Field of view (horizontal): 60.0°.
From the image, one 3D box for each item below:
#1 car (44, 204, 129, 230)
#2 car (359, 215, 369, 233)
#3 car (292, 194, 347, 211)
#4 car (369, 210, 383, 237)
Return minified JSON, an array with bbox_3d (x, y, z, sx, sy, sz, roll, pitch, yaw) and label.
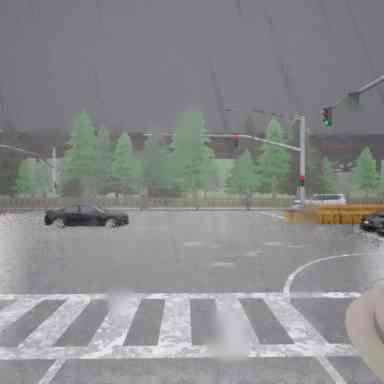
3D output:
[{"bbox_3d":[-6.457,1.477,20.588,5.008,1.535,1.882,0,0,-2],"label":"car"},{"bbox_3d":[11.198,1.564,17.618,4.181,1.385,1.994,0,0,-2],"label":"car"},{"bbox_3d":[13.548,1.221,35.398,5.566,2.045,2.150,0,0,-2],"label":"car"},{"bbox_3d":[10.807,1.547,14.104,5.357,1.411,2.033,0,0,-2],"label":"car"}]
